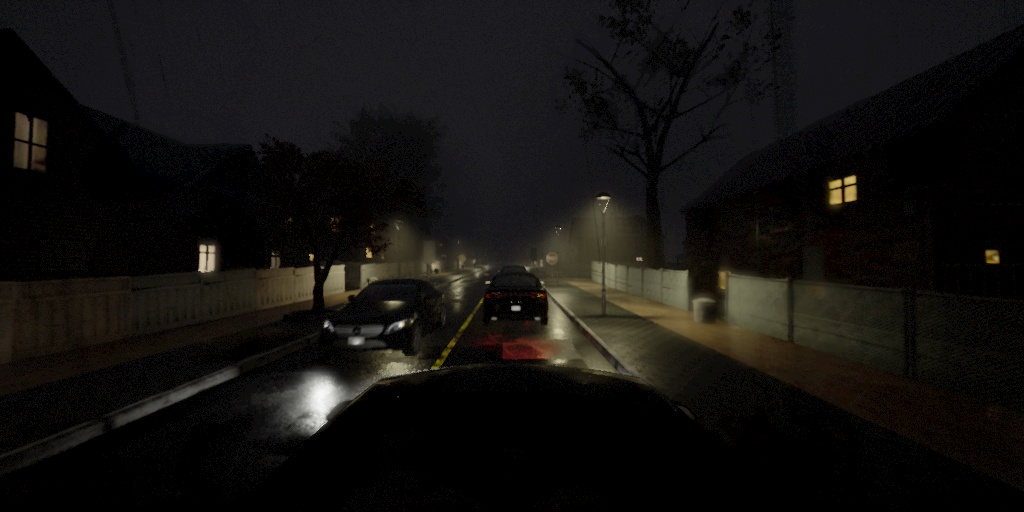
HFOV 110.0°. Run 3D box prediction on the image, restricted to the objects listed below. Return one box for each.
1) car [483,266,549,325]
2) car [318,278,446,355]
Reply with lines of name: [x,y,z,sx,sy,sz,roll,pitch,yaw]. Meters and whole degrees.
car: [0.104,1.258,11.956,1.882,1.535,5.008,0,-1,0]
car: [-2.840,1.296,8.870,1.812,1.442,4.674,0,0,0]
